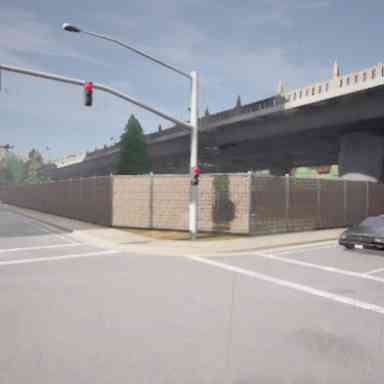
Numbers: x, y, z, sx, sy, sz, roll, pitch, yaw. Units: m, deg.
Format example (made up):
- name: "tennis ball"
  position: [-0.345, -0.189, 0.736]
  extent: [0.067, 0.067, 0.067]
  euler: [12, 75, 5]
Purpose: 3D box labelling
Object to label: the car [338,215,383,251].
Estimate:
- name: "car"
  position: [8.426, 1.708, 14.324]
  extent: [5.357, 1.411, 2.033]
  euler: [1, 0, -39]
